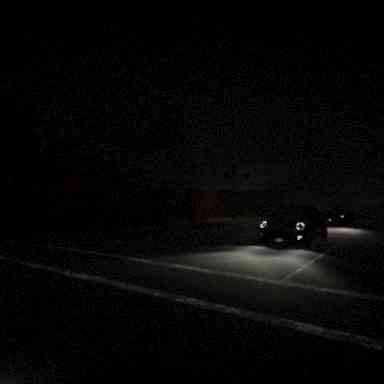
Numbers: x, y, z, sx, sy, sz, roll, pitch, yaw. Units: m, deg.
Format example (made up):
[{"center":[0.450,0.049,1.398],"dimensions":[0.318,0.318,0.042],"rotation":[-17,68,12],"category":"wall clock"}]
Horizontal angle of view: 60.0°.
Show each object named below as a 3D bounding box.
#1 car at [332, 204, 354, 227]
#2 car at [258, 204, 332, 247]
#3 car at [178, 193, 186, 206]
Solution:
[{"center":[10.387,1.585,23.858],"dimensions":[1.812,1.442,4.674],"rotation":[0,0,34],"category":"car"},{"center":[4.813,1.403,15.575],"dimensions":[2.097,1.767,4.553],"rotation":[0,0,34],"category":"car"},{"center":[-1.989,1.134,50.945],"dimensions":[4.605,1.855,1.932],"rotation":[0,0,34],"category":"car"}]
